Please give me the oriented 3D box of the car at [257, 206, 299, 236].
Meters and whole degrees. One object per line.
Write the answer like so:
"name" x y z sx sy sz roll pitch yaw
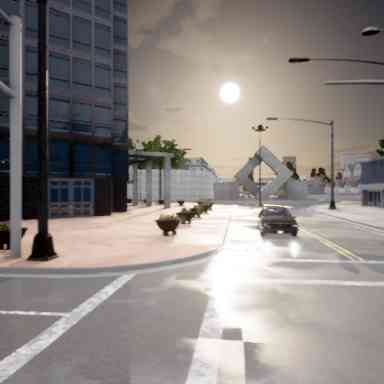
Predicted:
"car" 4.562 1.508 18.342 2.033 1.411 5.357 0 0 8
